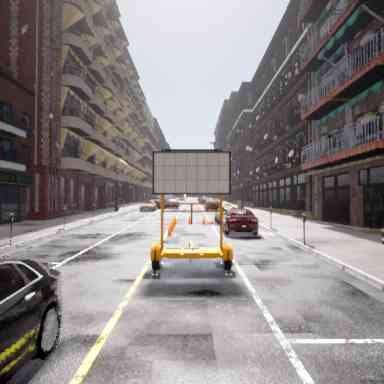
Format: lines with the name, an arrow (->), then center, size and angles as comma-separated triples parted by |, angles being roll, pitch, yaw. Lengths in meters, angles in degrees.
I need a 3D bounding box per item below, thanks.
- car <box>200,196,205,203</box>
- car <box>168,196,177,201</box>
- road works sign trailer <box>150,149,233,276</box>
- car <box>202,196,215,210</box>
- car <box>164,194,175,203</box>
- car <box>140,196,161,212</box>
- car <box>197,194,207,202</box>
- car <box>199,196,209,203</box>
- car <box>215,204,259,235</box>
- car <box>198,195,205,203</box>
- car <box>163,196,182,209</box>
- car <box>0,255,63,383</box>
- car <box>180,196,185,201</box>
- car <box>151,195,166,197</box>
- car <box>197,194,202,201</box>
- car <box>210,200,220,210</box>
car -> 2.580, 1.634, 46.364 | 2.008, 1.369, 4.403 | 1, 0, 0
car -> -5.306, 1.830, 90.669 | 1.947, 1.339, 4.313 | 1, 0, 0
road works sign trailer -> -0.011, 0.473, 10.382 | 2.380, 3.560, 2.880 | 0, 0, 0
car -> 2.581, 1.614, 40.832 | 1.887, 1.381, 4.507 | 1, 0, 0
car -> -5.298, 1.526, 79.608 | 2.192, 1.841, 5.009 | 1, 0, 0
car -> -5.299, 1.594, 40.725 | 1.752, 1.417, 4.829 | 2, 0, 0
car -> 2.547, 1.551, 85.080 | 2.192, 1.841, 5.009 | 1, 0, 0
car -> 2.587, 1.626, 74.018 | 1.967, 1.590, 4.097 | 1, 0, 0
car -> 2.583, 1.565, 18.710 | 1.887, 1.381, 4.507 | 1, 0, 0
car -> 2.579, 1.684, 62.956 | 1.887, 1.381, 4.507 | 1, 0, 0
car -> -2.851, 1.646, 45.894 | 1.994, 1.385, 4.181 | 0, 0, 0
car -> -2.849, 1.506, 3.174 | 1.837, 1.490, 4.892 | 0, 0, 0
car -> -2.758, 1.763, 90.399 | 1.812, 1.442, 4.674 | 0, 0, 0
car -> -5.294, 1.399, 46.427 | 2.192, 1.841, 5.009 | 2, 0, 0
car -> 2.578, 1.706, 68.486 | 1.887, 1.381, 4.507 | 1, 0, 0
car -> 2.583, 1.555, 24.412 | 1.752, 1.417, 4.829 | 1, 0, 0
